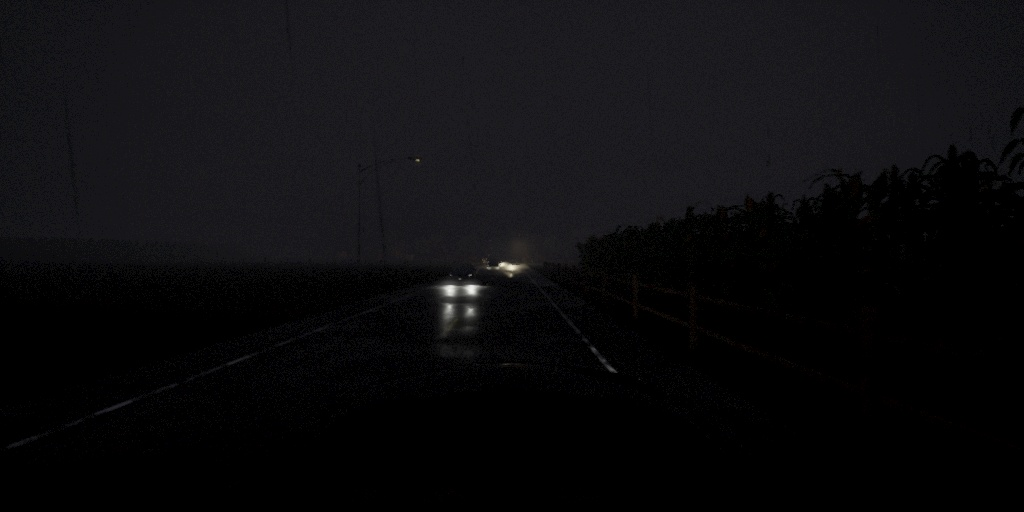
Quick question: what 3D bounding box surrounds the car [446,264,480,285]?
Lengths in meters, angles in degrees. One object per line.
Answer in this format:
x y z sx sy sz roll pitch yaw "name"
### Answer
-3.591 1.310 26.989 1.812 1.442 4.674 0 0 0 "car"
